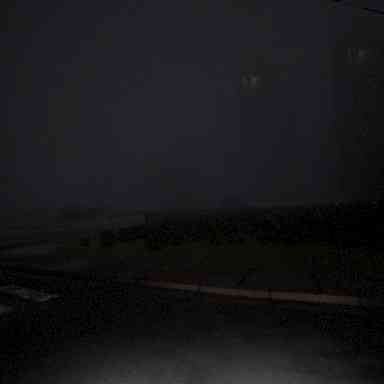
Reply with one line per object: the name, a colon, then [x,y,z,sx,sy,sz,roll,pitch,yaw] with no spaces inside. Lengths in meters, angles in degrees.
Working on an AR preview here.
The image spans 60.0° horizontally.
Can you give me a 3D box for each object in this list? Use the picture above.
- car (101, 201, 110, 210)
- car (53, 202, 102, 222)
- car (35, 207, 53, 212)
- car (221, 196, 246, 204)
car: [-15.384,2.587,55.419,1.905,1.878,3.866,-4,0,31]
car: [-13.318,2.393,38.830,1.932,1.855,4.605,-4,0,31]
car: [-27.258,3.574,61.756,1.816,1.474,4.193,-4,0,31]
car: [5.453,1.358,43.159,2.242,1.667,4.611,-4,0,31]
